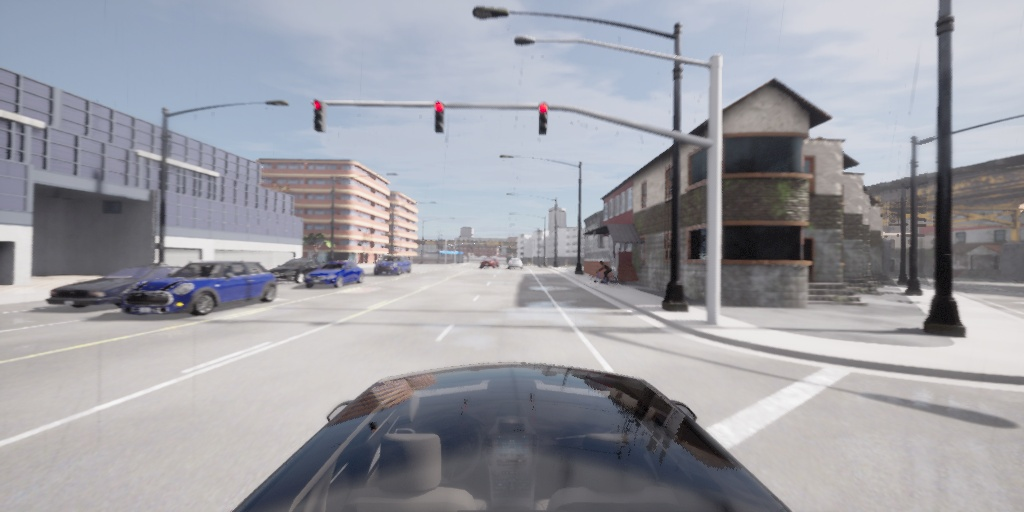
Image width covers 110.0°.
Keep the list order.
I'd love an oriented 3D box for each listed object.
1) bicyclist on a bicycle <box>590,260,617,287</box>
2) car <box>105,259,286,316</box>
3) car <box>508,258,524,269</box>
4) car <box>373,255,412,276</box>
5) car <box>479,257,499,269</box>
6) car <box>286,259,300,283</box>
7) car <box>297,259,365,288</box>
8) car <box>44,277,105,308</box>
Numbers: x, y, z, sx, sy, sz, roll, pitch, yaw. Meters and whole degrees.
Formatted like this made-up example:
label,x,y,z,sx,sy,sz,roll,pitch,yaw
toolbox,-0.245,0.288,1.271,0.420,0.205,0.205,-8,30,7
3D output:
label,x,y,z,sx,sy,sz,roll,pitch,yaw
bicyclist on a bicycle,5.513,1.082,21.600,1.656,1.620,0.582,1,1,1
car,-10.529,0.951,12.561,2.097,1.767,4.553,1,0,1
car,0.430,0.959,46.288,1.812,1.442,4.674,1,0,1
car,-10.309,0.716,31.240,2.097,1.767,4.553,1,1,1
car,-3.070,0.902,46.325,1.812,1.442,4.674,1,0,1
car,-13.906,0.943,23.657,1.837,1.490,4.892,1,1,0
car,-10.435,1.051,21.526,1.812,1.442,4.674,1,1,1
car,-14.018,1.080,14.029,2.033,1.411,5.357,1,0,1
